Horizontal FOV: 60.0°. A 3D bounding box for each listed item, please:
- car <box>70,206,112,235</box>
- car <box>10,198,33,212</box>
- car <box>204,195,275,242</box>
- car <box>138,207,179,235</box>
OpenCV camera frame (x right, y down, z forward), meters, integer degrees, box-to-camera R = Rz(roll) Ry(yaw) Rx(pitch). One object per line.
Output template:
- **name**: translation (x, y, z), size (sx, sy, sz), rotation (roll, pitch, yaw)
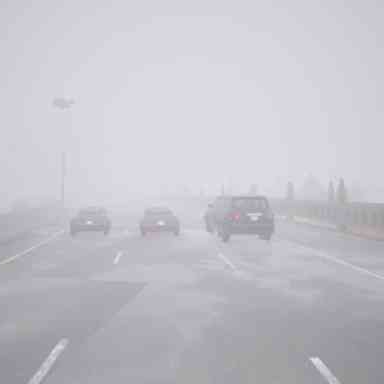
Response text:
- **car**: translation (-5.525, 1.487, 18.591), size (1.994, 1.385, 4.181), rotation (0, 0, -11)
- **car**: translation (-18.411, 1.401, 35.955), size (1.812, 1.442, 4.674), rotation (0, 0, -24)
- **car**: translation (2.094, 1.134, 16.022), size (2.150, 2.045, 5.566), rotation (0, 0, -9)
- **car**: translation (-1.893, 1.478, 18.199), size (1.994, 1.385, 4.181), rotation (0, 0, -11)
